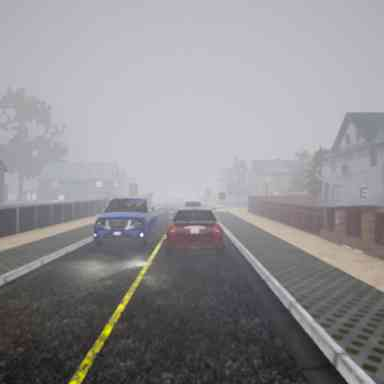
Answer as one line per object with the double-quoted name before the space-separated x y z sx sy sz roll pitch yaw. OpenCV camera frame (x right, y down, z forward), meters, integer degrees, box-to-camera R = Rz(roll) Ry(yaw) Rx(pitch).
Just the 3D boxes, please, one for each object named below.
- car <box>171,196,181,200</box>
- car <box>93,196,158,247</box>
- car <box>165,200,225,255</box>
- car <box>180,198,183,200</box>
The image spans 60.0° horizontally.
"car" -3.400 1.932 85.180 1.994 1.385 4.181 0 -1 -10
"car" -2.853 1.228 15.459 2.150 2.045 5.566 0 0 0
"car" 0.096 1.356 13.487 2.097 1.767 4.553 0 0 0
"car" 0.089 1.542 29.249 1.837 1.490 4.892 0 0 0
